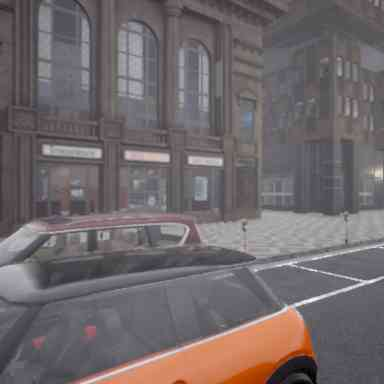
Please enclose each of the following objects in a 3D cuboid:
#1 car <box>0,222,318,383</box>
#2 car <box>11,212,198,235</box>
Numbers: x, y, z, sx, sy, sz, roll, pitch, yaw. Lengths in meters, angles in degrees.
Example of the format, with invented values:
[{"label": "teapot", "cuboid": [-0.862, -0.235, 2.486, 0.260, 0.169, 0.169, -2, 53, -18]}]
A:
[{"label": "car", "cuboid": [-1.088, 1.351, 2.602, 4.553, 1.767, 2.097, 0, 0, -35]}, {"label": "car", "cuboid": [-1.926, 1.311, 5.269, 5.009, 1.841, 2.192, 0, 0, -35]}]
